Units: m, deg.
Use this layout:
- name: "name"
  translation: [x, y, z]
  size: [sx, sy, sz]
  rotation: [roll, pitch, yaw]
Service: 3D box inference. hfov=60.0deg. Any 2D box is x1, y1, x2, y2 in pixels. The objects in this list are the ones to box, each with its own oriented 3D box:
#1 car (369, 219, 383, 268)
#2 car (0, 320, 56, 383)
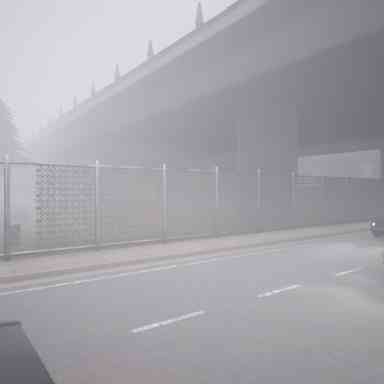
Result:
- name: "car"
  translation: [7.287, 1.478, 9.464]
  size: [5.008, 1.535, 1.882]
  rotation: [0, 0, -37]
- name: "car"
  translation: [-3.230, 1.601, 1.596]
  size: [4.718, 1.301, 1.895]
  rotation: [0, 0, -37]
